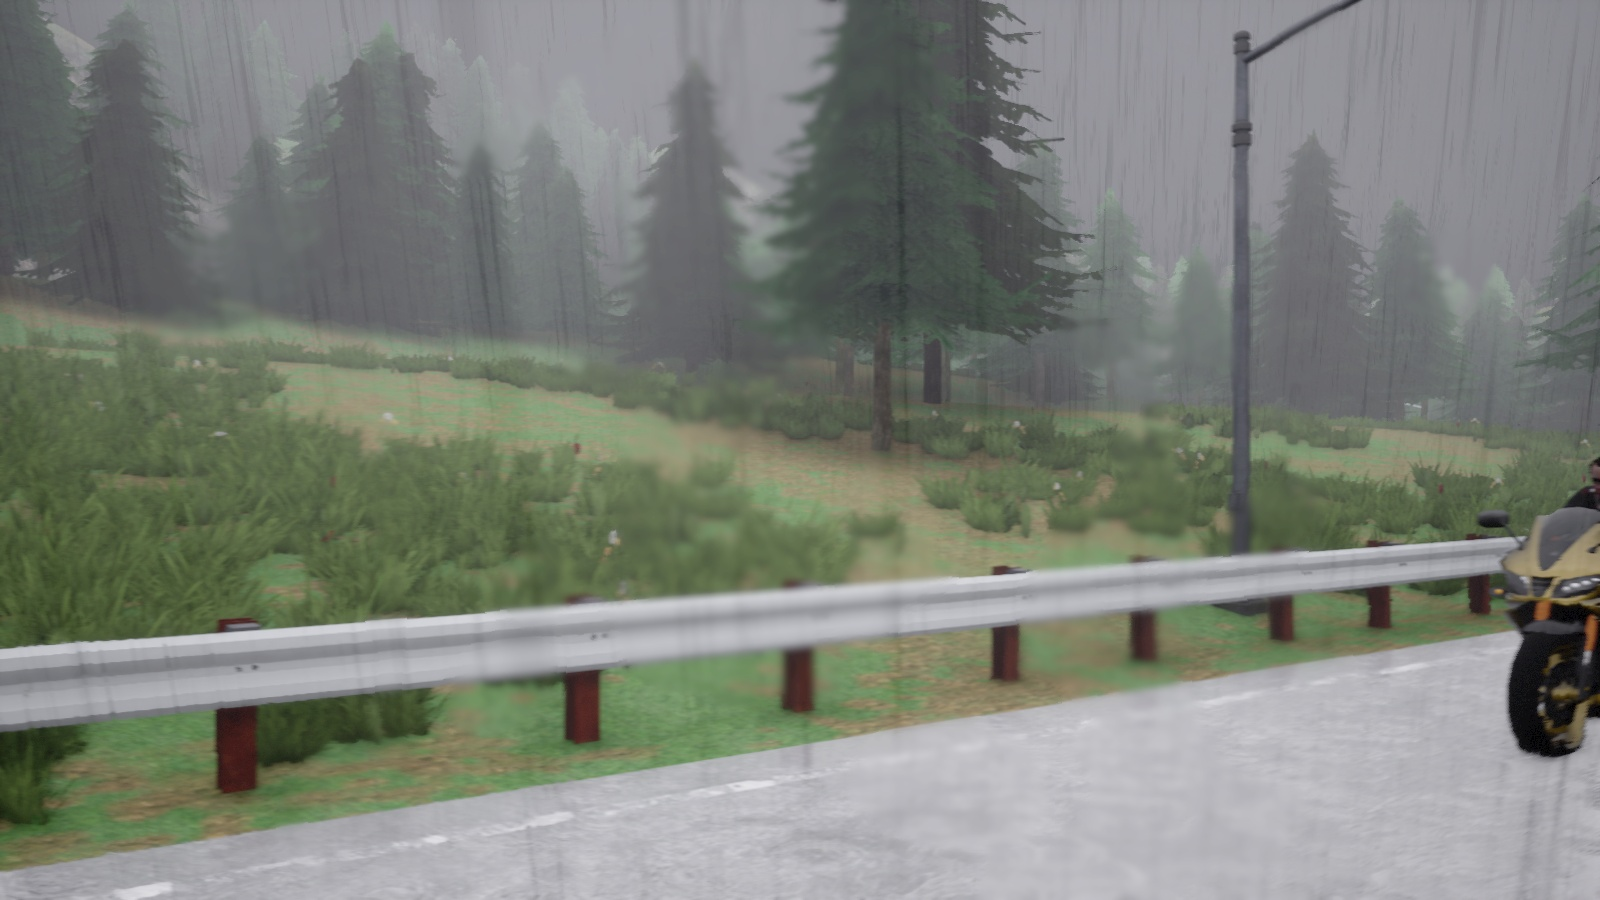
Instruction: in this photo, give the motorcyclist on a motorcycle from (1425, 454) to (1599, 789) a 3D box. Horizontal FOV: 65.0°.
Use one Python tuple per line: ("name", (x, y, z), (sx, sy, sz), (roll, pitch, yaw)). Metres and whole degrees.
("motorcyclist on a motorcycle", (4.335, 0.786, 6.676), (2.191, 1.530, 0.866), (0, 0, -35))
